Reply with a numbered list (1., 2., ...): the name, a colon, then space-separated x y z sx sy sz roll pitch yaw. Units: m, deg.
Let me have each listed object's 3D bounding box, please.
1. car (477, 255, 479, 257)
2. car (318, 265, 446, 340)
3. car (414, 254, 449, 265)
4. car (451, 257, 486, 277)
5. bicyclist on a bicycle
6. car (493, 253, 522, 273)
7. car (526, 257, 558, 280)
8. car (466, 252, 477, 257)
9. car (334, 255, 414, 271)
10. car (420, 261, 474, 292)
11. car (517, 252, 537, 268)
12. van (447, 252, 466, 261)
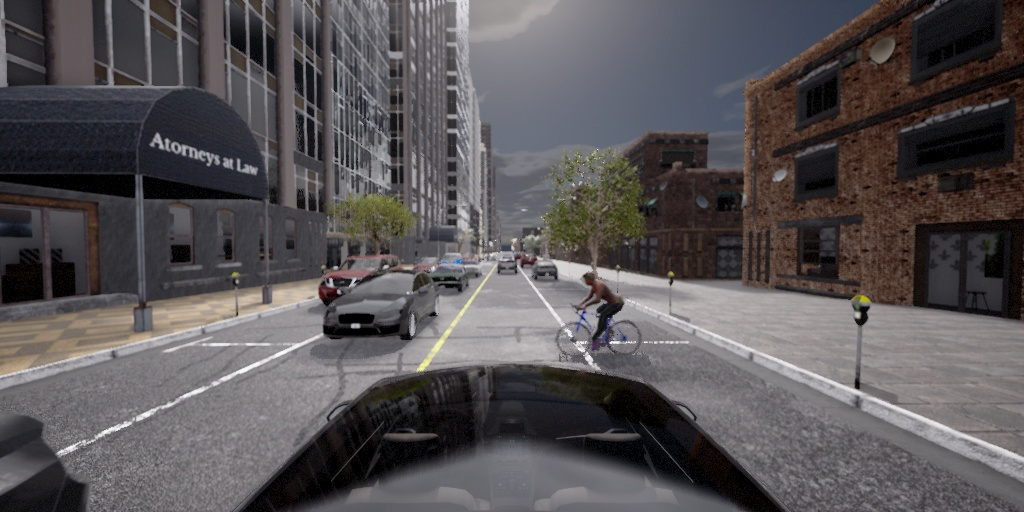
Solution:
1. car: -6.494 0.548 54.297 1.751 1.417 4.829 0 0 -1
2. car: -3.207 1.148 9.705 1.837 1.490 4.892 0 1 -1
3. car: -6.066 0.858 26.071 1.967 1.591 4.097 0 0 -1
4. car: -3.472 0.974 29.092 1.895 1.301 4.718 0 1 0
5. bicyclist on a bicycle: 1.653 1.123 6.865 1.656 1.620 0.582 -2 1 -1
6. car: -0.419 0.795 34.013 2.128 1.511 4.902 0 1 0
7. car: 2.337 0.959 26.185 2.007 1.370 4.403 0 0 -1
8. car: -6.410 0.415 48.933 2.192 1.841 5.009 0 0 -1
9. car: -5.984 0.886 15.003 2.192 1.841 5.009 0 0 -1
10. car: -3.349 1.112 19.179 1.895 1.301 4.718 0 1 -1
11. car: 2.056 0.482 43.520 2.192 1.841 5.009 0 0 -1
12. van: -6.238 0.595 37.866 1.690 1.789 3.998 0 0 -1
